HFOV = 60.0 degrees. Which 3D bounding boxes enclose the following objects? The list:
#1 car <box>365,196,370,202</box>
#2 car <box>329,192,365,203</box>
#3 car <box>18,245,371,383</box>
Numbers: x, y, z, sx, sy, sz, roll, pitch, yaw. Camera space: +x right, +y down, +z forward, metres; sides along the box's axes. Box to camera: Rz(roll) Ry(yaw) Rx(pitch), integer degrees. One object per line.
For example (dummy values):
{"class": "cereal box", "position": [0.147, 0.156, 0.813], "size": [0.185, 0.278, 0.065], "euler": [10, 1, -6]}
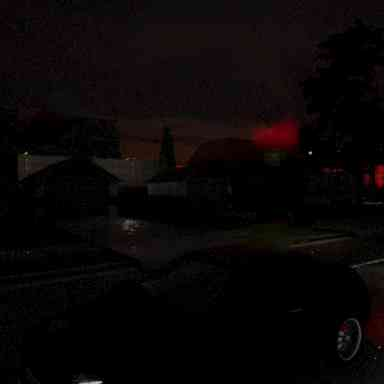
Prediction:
{"class": "car", "position": [26.261, 0.892, 53.884], "size": [1.837, 1.490, 4.892], "euler": [0, 1, -31]}
{"class": "car", "position": [23.632, 0.770, 51.443], "size": [2.097, 1.767, 4.553], "euler": [0, 1, -31]}
{"class": "car", "position": [0.423, 1.480, 4.232], "size": [4.674, 1.442, 1.812], "euler": [-1, 1, -33]}
